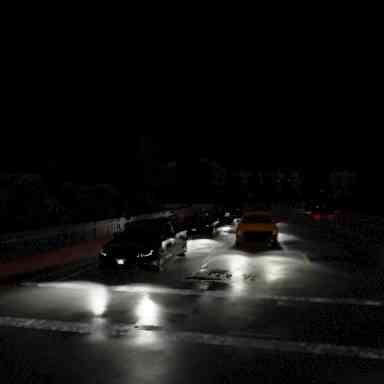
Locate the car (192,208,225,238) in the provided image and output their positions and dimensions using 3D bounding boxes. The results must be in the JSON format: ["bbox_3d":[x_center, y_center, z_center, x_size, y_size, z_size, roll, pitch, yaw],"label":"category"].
[{"bbox_3d":[0.568,1.933,20.351,1.994,1.385,4.181,-1,-1,13],"label":"car"}]

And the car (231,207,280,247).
[{"bbox_3d":[3.330,1.749,16.774,1.882,1.535,5.008,-1,-1,13],"label":"car"}]

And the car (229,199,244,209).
[{"bbox_3d":[4.841,1.859,38.680,2.150,2.045,5.566,-1,-1,13],"label":"car"}]

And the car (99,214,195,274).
[{"bbox_3d":[-1.451,1.747,11.678,1.837,1.490,4.892,-1,-1,13],"label":"car"}]

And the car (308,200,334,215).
[{"bbox_3d":[16.592,1.909,42.470,2.097,1.767,4.553,-1,-1,13],"label":"car"}]

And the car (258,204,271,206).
[{"bbox_3d":[7.752,2.041,35.725,2.128,1.511,4.902,-1,-1,13],"label":"car"}]

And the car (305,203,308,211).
[{"bbox_3d":[18.854,2.225,52.182,1.812,1.442,4.674,-1,-1,13],"label":"car"}]

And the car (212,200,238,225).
[{"bbox_3d":[2.486,1.842,28.600,2.097,1.767,4.553,-1,-1,13],"label":"car"}]
